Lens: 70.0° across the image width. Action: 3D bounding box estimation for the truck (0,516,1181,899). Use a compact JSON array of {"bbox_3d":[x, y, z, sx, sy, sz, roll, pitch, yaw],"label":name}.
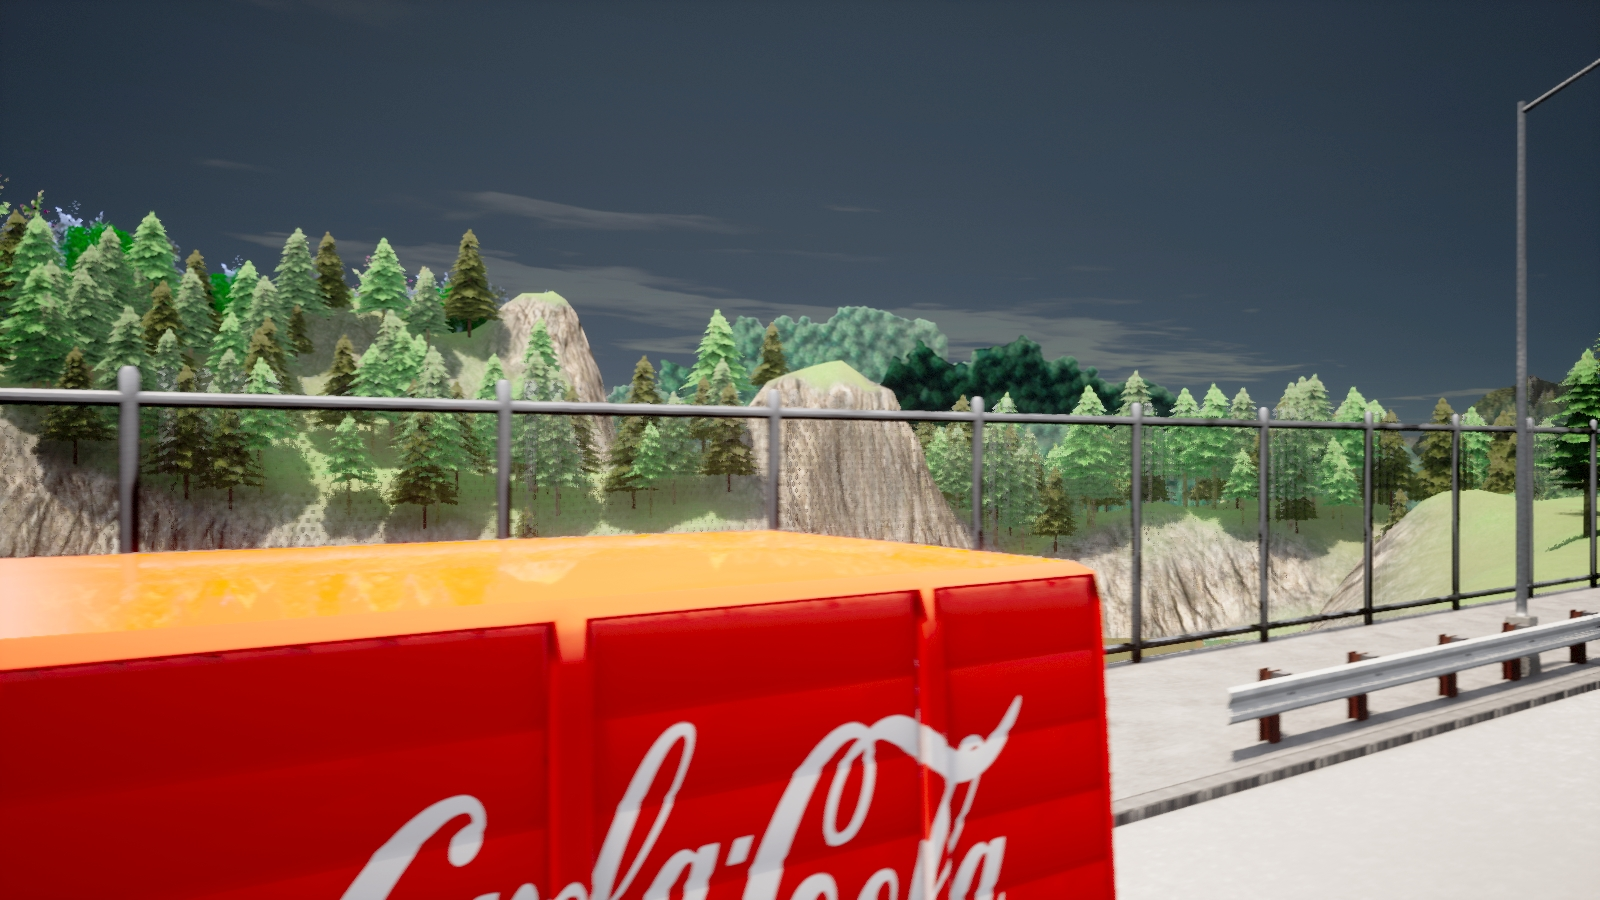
[{"bbox_3d":[-1.672,1.568,3.225,5.204,2.467,2.627,0,0,-35],"label":"truck"}]
